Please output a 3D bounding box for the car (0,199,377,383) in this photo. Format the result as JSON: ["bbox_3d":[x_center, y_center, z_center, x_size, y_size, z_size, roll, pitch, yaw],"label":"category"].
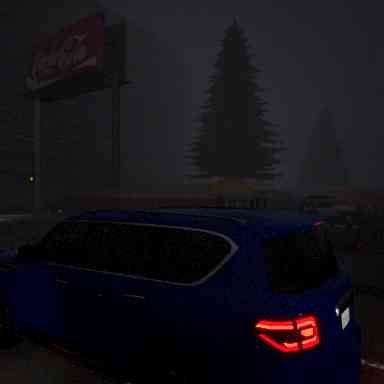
[{"bbox_3d":[-0.795,1.221,4.566,5.566,2.045,2.150,0,0,36],"label":"car"}]

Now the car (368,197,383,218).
[{"bbox_3d":[11.109,1.338,24.067,4.193,1.474,1.816,0,0,35],"label":"car"}]

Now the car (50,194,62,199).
[{"bbox_3d":[-13.986,1.222,36.249,2.150,2.045,5.566,0,0,35],"label":"car"}]

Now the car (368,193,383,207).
[{"bbox_3d":[26.613,1.285,47.798,3.988,1.617,1.851,0,0,35],"label":"car"}]

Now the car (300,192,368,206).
[{"bbox_3d":[9.169,1.149,22.010,3.866,1.878,1.905,0,0,35],"label":"car"}]
